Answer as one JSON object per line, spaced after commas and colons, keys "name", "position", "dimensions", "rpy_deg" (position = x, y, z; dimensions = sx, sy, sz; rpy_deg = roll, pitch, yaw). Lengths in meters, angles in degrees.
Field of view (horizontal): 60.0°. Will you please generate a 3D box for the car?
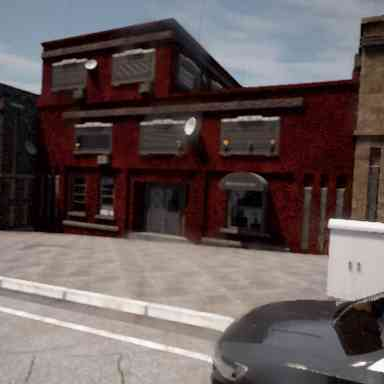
{"name": "car", "position": [2.536, 1.524, 2.682], "dimensions": [4.892, 1.490, 1.837], "rpy_deg": [1, 0, 25]}
